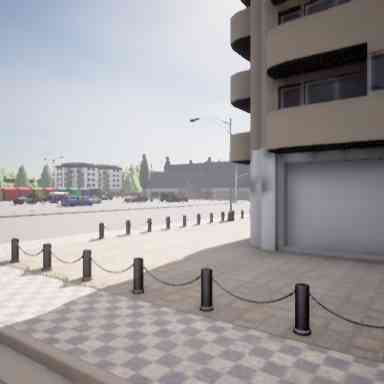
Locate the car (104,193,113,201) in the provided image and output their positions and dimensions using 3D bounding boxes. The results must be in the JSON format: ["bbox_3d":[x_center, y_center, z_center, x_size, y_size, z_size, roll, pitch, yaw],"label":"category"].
[{"bbox_3d":[-20.910,1.182,80.541,1.905,1.878,3.866,0,0,36],"label":"car"}]

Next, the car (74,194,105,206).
[{"bbox_3d":[-17.317,1.417,56.518,1.970,1.475,3.806,0,0,36],"label":"car"}]

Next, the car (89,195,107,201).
[{"bbox_3d":[-23.256,1.422,82.237,1.970,1.475,3.806,0,0,36],"label":"car"}]

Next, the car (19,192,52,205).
[{"bbox_3d":[-31.102,1.177,66.291,1.932,1.855,4.605,0,0,36],"label":"car"}]

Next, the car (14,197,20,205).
[{"bbox_3d":[-33.418,1.388,68.031,1.784,1.438,3.905,0,0,36],"label":"car"}]

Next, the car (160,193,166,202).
[{"bbox_3d":[-4.940,1.179,69.137,1.905,1.878,3.866,0,0,36],"label":"car"}]

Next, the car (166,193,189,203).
[{"bbox_3d":[-2.620,1.176,67.406,1.932,1.855,4.605,0,0,36],"label":"car"}]
